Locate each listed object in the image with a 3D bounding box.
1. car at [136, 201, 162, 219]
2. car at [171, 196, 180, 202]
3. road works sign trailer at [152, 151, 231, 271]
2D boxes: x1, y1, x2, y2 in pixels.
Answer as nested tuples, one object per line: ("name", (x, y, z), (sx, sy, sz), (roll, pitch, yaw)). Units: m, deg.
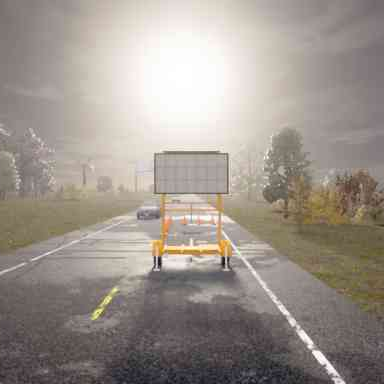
("car", (-3.644, 1.534, 29.043), (1.812, 1.442, 4.674), (0, 0, 0))
("car", (-3.610, 1.600, 74.217), (2.033, 1.411, 5.357), (0, 0, 0))
("road works sign trailer", (-0.016, 0.465, 10.902), (2.380, 3.560, 2.880), (0, 0, 0))
